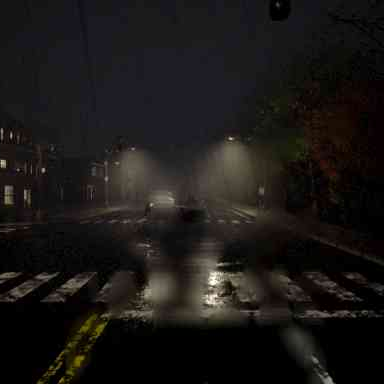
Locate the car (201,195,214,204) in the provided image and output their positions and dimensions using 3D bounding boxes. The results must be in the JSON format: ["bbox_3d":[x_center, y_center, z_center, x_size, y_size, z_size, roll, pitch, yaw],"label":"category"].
[{"bbox_3d":[3.208,1.577,63.245,1.895,1.301,4.718,0,0,0],"label":"car"}]

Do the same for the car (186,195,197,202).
[{"bbox_3d":[-0.040,1.524,62.469,2.033,1.411,5.357,0,0,0],"label":"car"}]

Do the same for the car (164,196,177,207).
[{"bbox_3d":[-3.448,1.486,53.619,1.837,1.490,4.892,0,0,0],"label":"car"}]

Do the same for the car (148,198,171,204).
[{"bbox_3d":[-3.414,1.554,32.750,1.994,1.385,4.181,0,0,0],"label":"car"}]

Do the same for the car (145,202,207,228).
[{"bbox_3d":[-0.909,1.595,22.334,1.895,1.301,4.718,0,0,26],"label":"car"}]

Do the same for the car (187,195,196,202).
[{"bbox_3d":[-0.168,1.471,73.297,1.837,1.490,4.892,0,0,0],"label":"car"}]

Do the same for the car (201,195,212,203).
[{"bbox_3d":[3.082,1.495,73.250,2.128,1.511,4.902,0,0,0],"label":"car"}]

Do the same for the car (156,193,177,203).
[{"bbox_3d":[-3.431,1.207,43.151,2.150,2.045,5.566,0,0,0],"label":"car"}]
